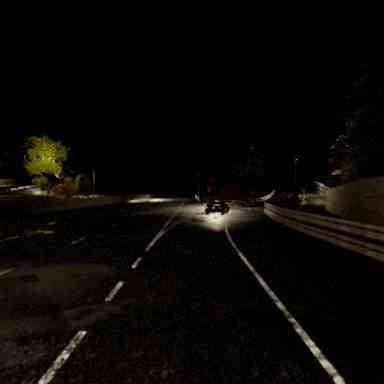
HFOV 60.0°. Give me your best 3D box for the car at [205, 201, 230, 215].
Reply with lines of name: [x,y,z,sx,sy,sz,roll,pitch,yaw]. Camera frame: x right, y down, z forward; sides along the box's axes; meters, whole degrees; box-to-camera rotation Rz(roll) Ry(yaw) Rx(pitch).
car: [2.682,1.605,34.152,2.033,1.411,5.357,2,-1,14]

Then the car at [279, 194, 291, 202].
car: [22.813,1.670,82.669,2.097,1.767,4.553,0,3,20]

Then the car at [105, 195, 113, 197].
car: [-21.001,1.522,84.099,1.837,1.490,4.892,0,0,0]
